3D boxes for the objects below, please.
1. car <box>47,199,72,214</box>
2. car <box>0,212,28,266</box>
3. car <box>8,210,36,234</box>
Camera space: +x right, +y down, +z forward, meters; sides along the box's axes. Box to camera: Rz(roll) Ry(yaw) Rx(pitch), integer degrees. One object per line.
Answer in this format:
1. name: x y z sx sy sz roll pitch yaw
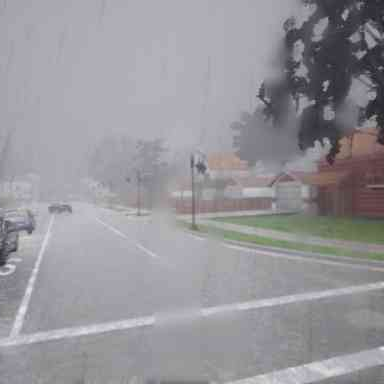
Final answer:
1. car: -17.988 2.127 45.157 1.837 1.490 4.892 -1 0 -43
2. car: -7.554 1.730 12.175 2.128 1.511 4.902 -1 0 -21
3. car: -11.201 1.887 21.484 1.812 1.442 4.674 -1 0 -22
